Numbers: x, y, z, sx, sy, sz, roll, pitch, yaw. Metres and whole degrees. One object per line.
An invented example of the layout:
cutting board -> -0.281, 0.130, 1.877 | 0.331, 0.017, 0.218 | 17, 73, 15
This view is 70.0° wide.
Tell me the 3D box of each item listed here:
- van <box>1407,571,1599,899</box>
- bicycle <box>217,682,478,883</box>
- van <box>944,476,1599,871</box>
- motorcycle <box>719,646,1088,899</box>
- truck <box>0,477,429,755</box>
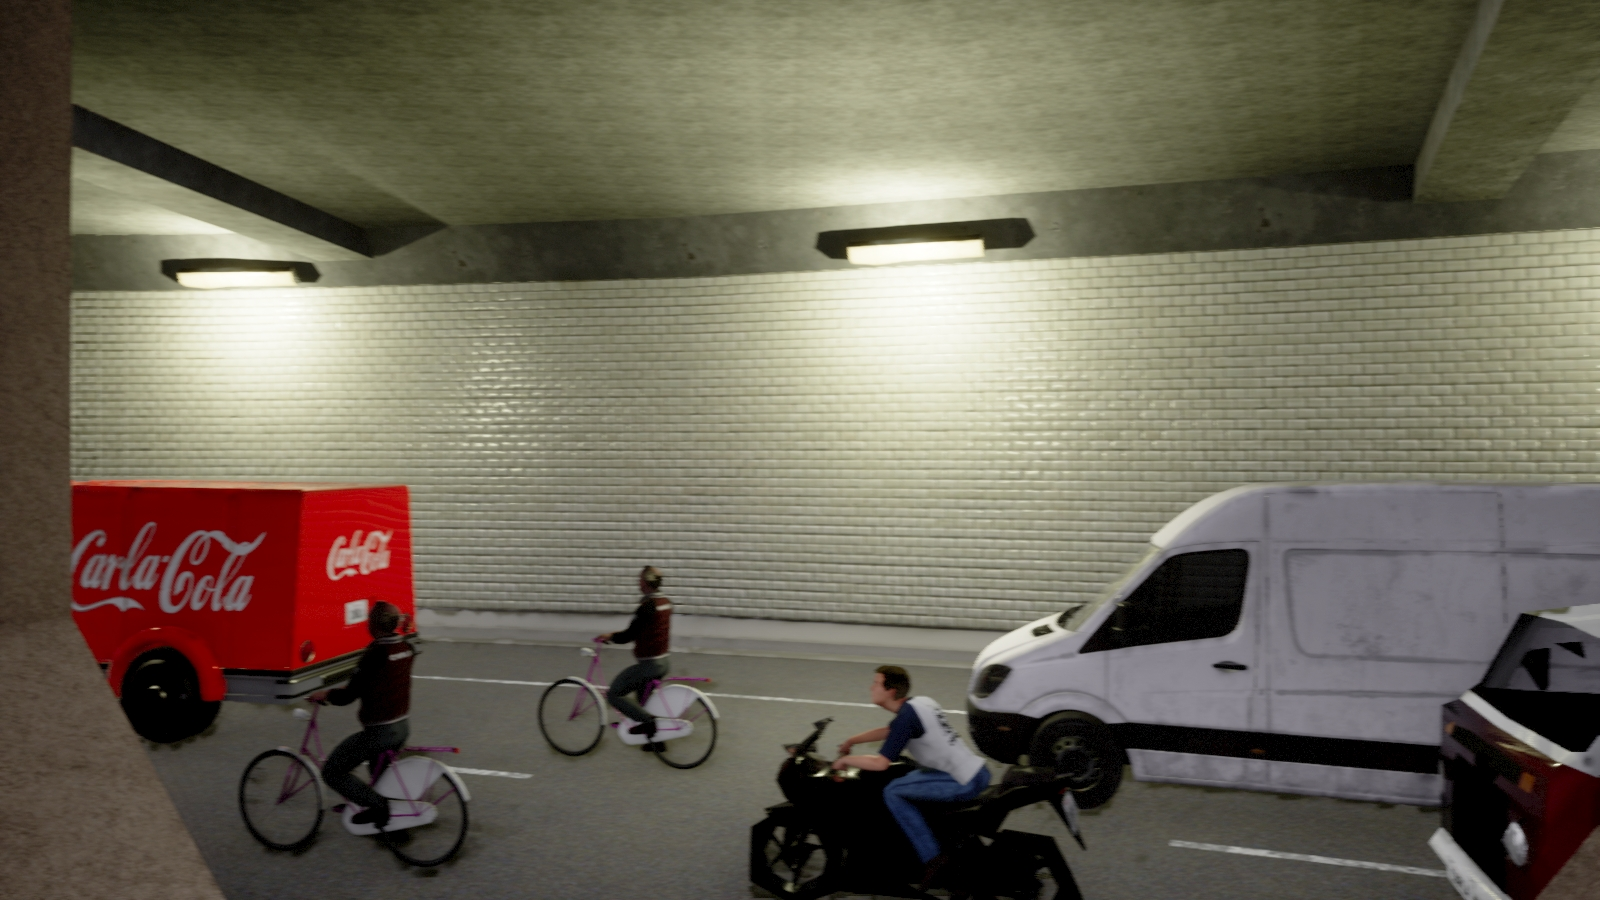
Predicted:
van -> 5.753, 1.780, 5.657 | 4.480, 2.038, 2.069 | 0, 0, 14
bicycle -> -3.096, 2.230, 7.795 | 1.835, 1.126, 0.329 | 0, 0, 16
van -> 4.282, 1.530, 9.093 | 5.915, 2.561, 1.988 | 0, 0, 21
motorcycle -> 0.615, 2.030, 6.739 | 2.033, 1.505, 0.803 | 0, 0, 19
truck -> -7.042, 1.563, 12.253 | 5.204, 2.467, 2.627 | 0, 0, 10
